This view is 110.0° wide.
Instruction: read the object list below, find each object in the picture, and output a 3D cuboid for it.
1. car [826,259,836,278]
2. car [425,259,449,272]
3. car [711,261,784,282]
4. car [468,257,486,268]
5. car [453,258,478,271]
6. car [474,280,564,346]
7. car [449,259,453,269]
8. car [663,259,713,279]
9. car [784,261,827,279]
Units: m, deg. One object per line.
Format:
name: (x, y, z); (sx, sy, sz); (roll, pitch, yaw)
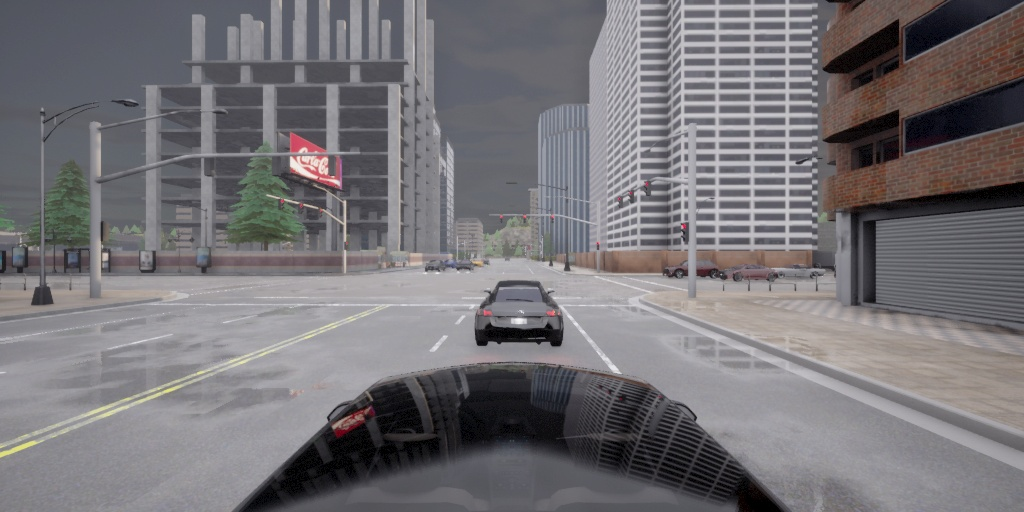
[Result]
car: (28.675, 1.228, 28.640); (5.008, 1.535, 1.882); (0, 0, 1)
car: (-9.846, 1.255, 46.212); (1.837, 1.490, 4.892); (0, 0, 1)
car: (18.789, 1.314, 28.776); (4.181, 1.385, 1.994); (0, 0, 1)
car: (-6.057, 1.228, 61.372); (1.882, 1.535, 5.008); (0, 1, 1)
car: (-6.297, 1.297, 49.096); (2.033, 1.411, 5.357); (0, 0, 1)
car: (0.187, 1.314, 9.399); (1.994, 1.385, 4.181); (0, 0, 1)
car: (-9.673, 1.227, 55.705); (1.882, 1.535, 5.008); (0, 0, 1)
car: (16.063, 1.102, 32.310); (4.553, 1.767, 2.097); (0, 0, 1)
car: (25.056, 1.351, 32.195); (4.718, 1.301, 1.895); (0, 0, 1)
